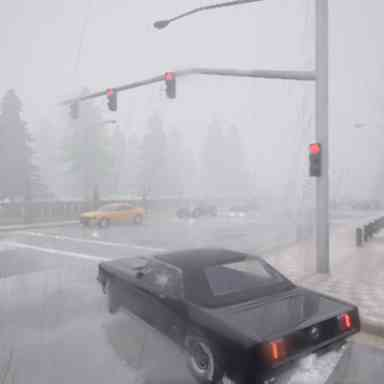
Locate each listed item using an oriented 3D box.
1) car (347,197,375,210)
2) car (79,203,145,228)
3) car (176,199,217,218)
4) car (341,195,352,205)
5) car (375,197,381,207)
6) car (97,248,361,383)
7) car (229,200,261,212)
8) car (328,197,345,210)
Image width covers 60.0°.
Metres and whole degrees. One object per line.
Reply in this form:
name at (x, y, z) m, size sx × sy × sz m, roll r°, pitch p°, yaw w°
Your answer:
car at (21.616, 1.632, 42.394) m, size 1.895 × 1.301 × 4.718 m, roll 0°, pitch 0°, yaw 36°
car at (-5.398, 1.555, 22.976) m, size 1.882 × 1.535 × 5.008 m, roll 0°, pitch 0°, yaw 36°
car at (0.460, 1.430, 31.178) m, size 2.097 × 1.767 × 4.553 m, roll 0°, pitch 0°, yaw 36°
car at (24.537, 1.399, 52.515) m, size 2.097 × 1.767 × 4.553 m, roll 0°, pitch 0°, yaw 36°
car at (27.336, 1.536, 50.407) m, size 1.837 × 1.490 × 4.892 m, roll 0°, pitch 0°, yaw 36°
car at (0.028, 1.615, 5.528) m, size 1.895 × 1.301 × 4.718 m, roll 0°, pitch 0°, yaw -35°
car at (6.433, 1.625, 39.533) m, size 2.033 × 1.411 × 5.357 m, roll 0°, pitch 0°, yaw 36°
car at (18.434, 1.647, 43.962) m, size 1.895 × 1.301 × 4.718 m, roll 0°, pitch 0°, yaw 36°
